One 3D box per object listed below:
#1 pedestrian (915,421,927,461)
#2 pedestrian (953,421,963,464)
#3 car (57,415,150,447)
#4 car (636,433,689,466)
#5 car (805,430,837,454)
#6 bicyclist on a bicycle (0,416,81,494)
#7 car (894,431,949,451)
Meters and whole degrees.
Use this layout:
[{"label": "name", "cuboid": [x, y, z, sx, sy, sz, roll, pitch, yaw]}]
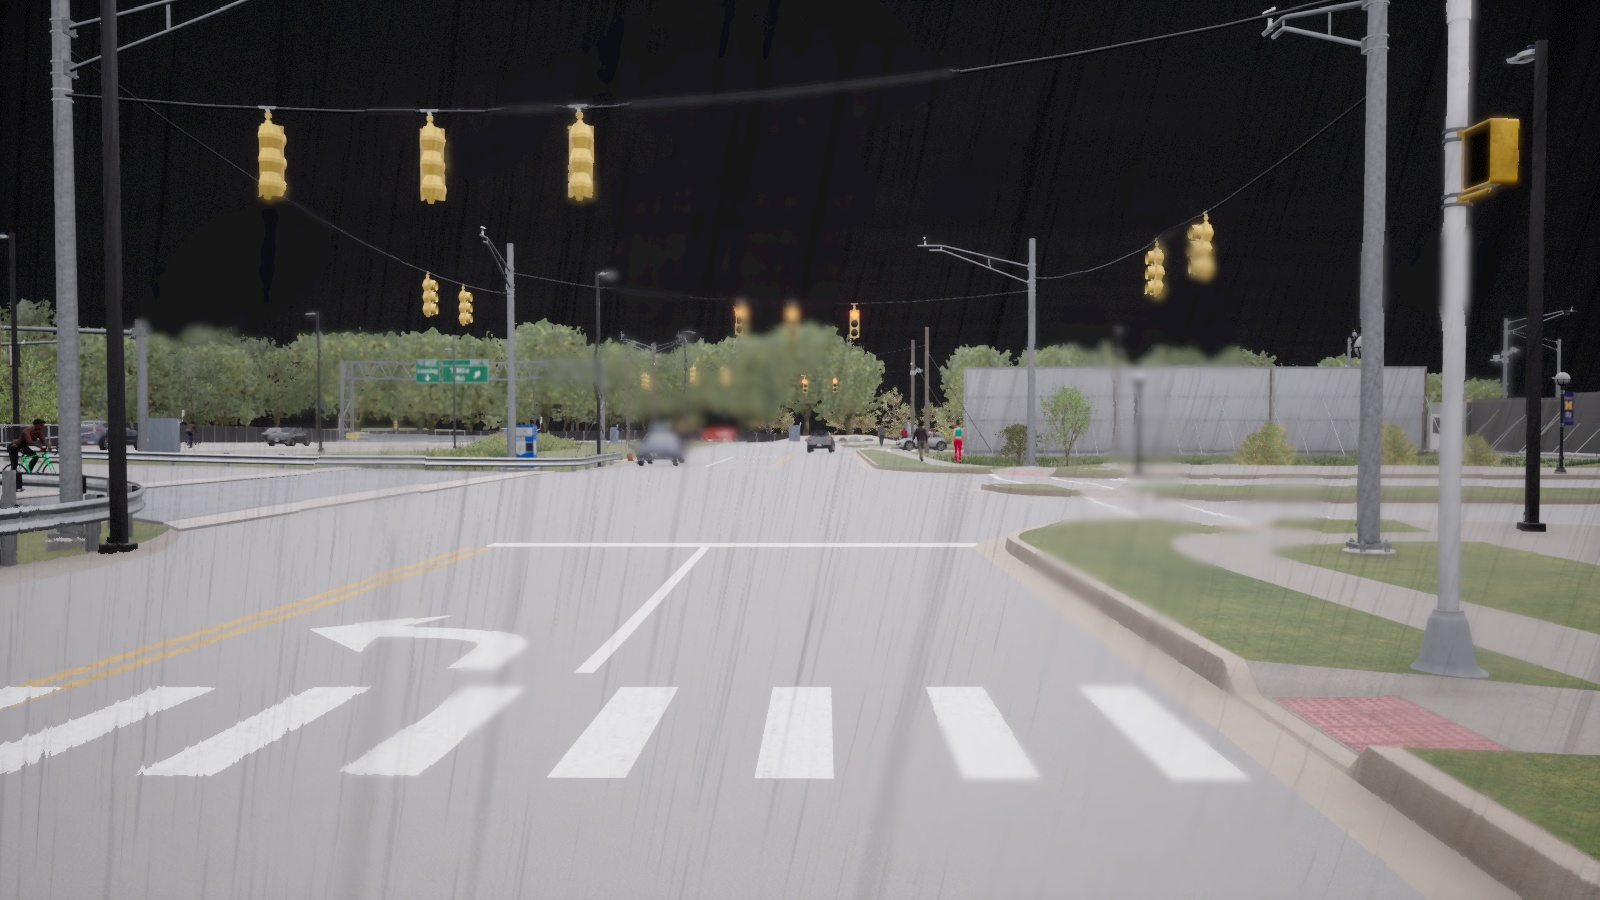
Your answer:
[{"label": "pedestrian", "cuboid": [5.544, -0.422, 57.657, 0.431, 1.840, 0.703, 0, 2, -3]}, {"label": "pedestrian", "cuboid": [6.943, -0.336, 55.225, 0.345, 1.836, 0.594, 0, 2, 0]}, {"label": "car", "cuboid": [-37.220, -0.982, 67.288, 2.152, 1.651, 5.027, 0, 1, 1]}, {"label": "car", "cuboid": [-6.297, -0.042, 57.913, 1.812, 1.442, 4.674, 0, 1, 1]}, {"label": "car", "cuboid": [1.421, -0.557, 83.866, 1.845, 1.501, 3.633, 0, 1, 5]}, {"label": "bicyclist on a bicycle", "cuboid": [-16.784, 0.111, 27.556, 1.656, 1.620, 0.582, -2, 0, 8]}, {"label": "car", "cuboid": [9.384, -0.709, 97.242, 3.806, 1.475, 1.970, 1, 2, -9]}]
